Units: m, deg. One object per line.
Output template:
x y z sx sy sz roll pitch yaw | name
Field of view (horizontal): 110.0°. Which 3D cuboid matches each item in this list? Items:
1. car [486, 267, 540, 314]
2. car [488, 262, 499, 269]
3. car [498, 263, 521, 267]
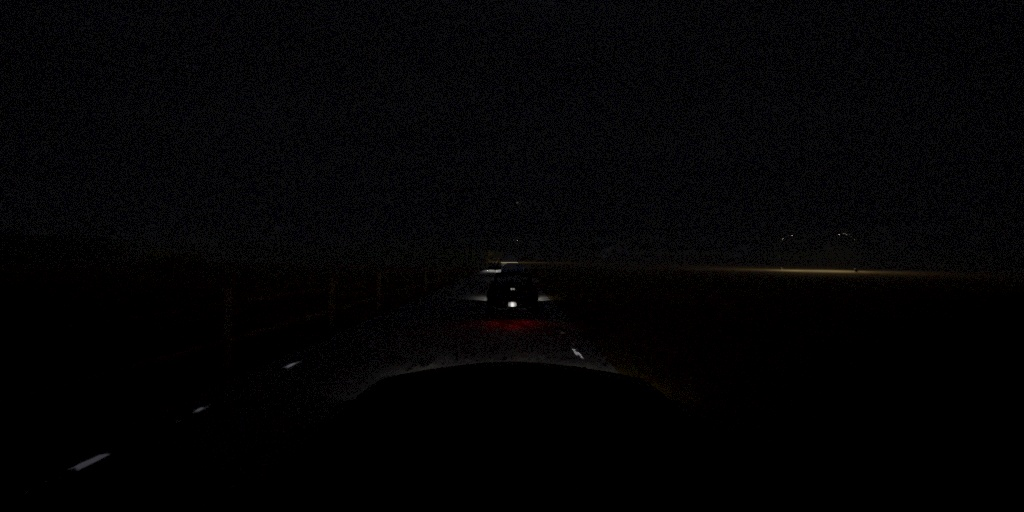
0.040 1.352 14.272 1.837 1.490 4.892 0 0 1 | car
-2.806 1.629 58.968 1.994 1.385 4.181 0 0 1 | car
0.048 1.437 30.445 1.882 1.535 5.008 0 0 0 | car
